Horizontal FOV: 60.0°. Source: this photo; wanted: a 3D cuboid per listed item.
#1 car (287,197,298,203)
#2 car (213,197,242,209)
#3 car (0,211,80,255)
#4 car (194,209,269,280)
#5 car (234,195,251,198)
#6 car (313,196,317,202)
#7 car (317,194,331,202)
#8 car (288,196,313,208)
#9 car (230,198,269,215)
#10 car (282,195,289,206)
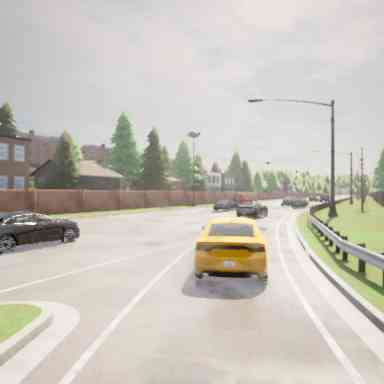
[{"bbox_3d":[25.160,1.892,82.868,1.812,1.442,4.674,0,0,28],"label":"car"},{"bbox_3d":[4.502,1.736,43.197,2.033,1.411,5.357,0,0,28],"label":"car"},{"bbox_3d":[-6.916,1.550,13.845,2.128,1.511,4.902,0,0,28],"label":"car"},{"bbox_3d":[1.262,1.523,10.220,1.882,1.535,5.008,0,0,9],"label":"car"},{"bbox_3d":[9.069,1.483,59.463,2.150,2.045,5.566,0,0,28],"label":"car"},{"bbox_3d":[32.650,1.877,89.627,1.882,1.535,5.008,0,0,28],"label":"car"},{"bbox_3d":[34.241,1.606,85.122,2.150,2.045,5.566,0,0,28],"label":"car"},{"bbox_3d":[17.055,1.724,52.081,2.128,1.511,4.902,0,0,28],"label":"car"},{"bbox_3d":[5.517,1.625,30.044,2.128,1.511,4.902,0,0,28],"label":"car"},{"bbox_3d":[17.908,1.797,61.256,1.812,1.442,4.674,0,0,28],"label":"car"}]
